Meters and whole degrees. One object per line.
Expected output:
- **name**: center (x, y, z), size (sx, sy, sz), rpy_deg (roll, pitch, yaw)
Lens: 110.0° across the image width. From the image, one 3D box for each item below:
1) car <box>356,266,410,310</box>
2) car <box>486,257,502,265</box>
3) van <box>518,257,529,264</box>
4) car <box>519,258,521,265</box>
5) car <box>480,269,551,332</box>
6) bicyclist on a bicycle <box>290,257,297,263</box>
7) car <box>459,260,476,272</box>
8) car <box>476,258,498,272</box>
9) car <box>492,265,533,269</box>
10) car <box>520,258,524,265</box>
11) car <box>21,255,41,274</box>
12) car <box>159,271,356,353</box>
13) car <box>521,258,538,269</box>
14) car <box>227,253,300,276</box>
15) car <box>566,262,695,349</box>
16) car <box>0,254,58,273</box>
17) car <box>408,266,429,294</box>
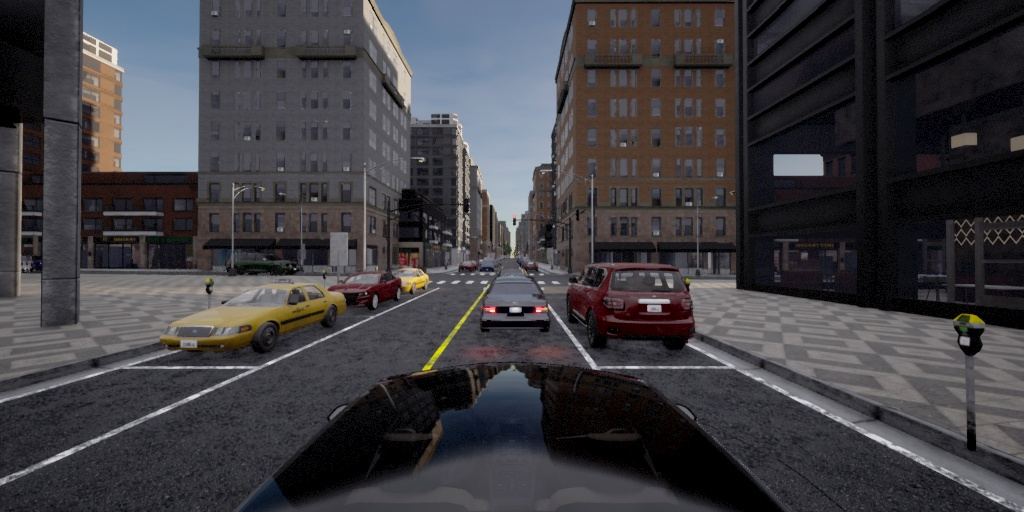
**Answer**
- **car**: center (-5.892, 1.297, 14.712), size (1.888, 1.381, 4.507), rpy_deg (0, 0, 0)
- **car**: center (-3.238, 1.327, 60.130), size (1.994, 1.385, 4.181), rpy_deg (0, 0, 0)
- **van**: center (2.499, 1.107, 64.390), size (1.690, 1.789, 3.998), rpy_deg (0, 0, 0)
- **car**: center (2.514, 1.346, 58.717), size (1.802, 1.307, 4.207), rpy_deg (0, 0, 0)
- **car**: center (0.067, 1.299, 10.833), size (2.033, 1.411, 5.357), rpy_deg (0, 0, 0)
- **bicyclist on a bicycle**: center (-23.110, 0.908, 37.750), size (0.582, 1.620, 1.656), rpy_deg (0, 0, 0)
- **car**: center (-5.981, 1.305, 47.356), size (1.888, 1.381, 4.507), rpy_deg (0, 0, 0)
- **car**: center (-3.246, 1.308, 46.796), size (2.033, 1.411, 5.357), rpy_deg (0, 0, -4)
- **car**: center (0.019, 1.355, 20.560), size (1.895, 1.301, 4.718), rpy_deg (0, 0, 0)
- **car**: center (2.529, 1.344, 53.043), size (1.802, 1.307, 4.207), rpy_deg (0, 0, 0)
- **car**: center (-45.165, 0.835, 31.616), size (4.902, 1.511, 2.128), rpy_deg (0, -1, 1)
- **car**: center (-5.876, 1.277, 8.917), size (1.751, 1.417, 4.829), rpy_deg (0, 0, 0)
- **car**: center (2.545, 1.342, 47.370), size (1.802, 1.307, 4.207), rpy_deg (0, 0, 0)
- **car**: center (-21.815, 0.777, 31.510), size (5.566, 2.045, 2.150), rpy_deg (1, -1, 0)
- **car**: center (2.649, 1.066, 9.102), size (2.192, 1.841, 5.009), rpy_deg (0, 0, 0)
- **car**: center (-47.615, 0.703, 34.735), size (4.553, 1.767, 2.097), rpy_deg (1, -1, 1)
- **car**: center (-5.907, 1.279, 20.166), size (1.751, 1.417, 4.829), rpy_deg (0, 0, 0)
